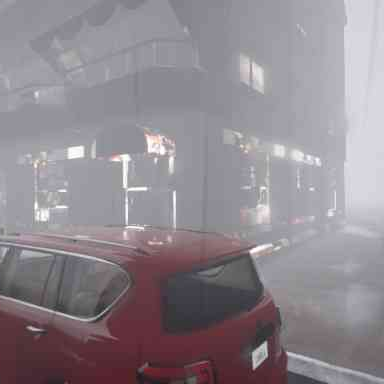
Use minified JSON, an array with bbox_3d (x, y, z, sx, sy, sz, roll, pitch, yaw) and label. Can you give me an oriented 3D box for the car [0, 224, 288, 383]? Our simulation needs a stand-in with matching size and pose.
[{"bbox_3d":[-1.431,1.316,3.903,5.009,1.841,2.192,0,-1,35],"label":"car"}]
